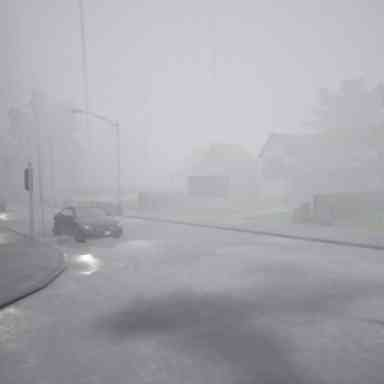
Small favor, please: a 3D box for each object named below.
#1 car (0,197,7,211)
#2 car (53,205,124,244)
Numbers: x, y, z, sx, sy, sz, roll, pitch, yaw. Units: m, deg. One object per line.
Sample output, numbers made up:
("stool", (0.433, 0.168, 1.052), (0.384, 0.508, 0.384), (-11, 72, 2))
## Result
("car", (-20.251, 1.159, 33.777), (2.128, 1.511, 4.902), (-2, 1, -39))
("car", (-4.833, 1.340, 15.014), (1.812, 1.442, 4.674), (-2, 2, -39))
